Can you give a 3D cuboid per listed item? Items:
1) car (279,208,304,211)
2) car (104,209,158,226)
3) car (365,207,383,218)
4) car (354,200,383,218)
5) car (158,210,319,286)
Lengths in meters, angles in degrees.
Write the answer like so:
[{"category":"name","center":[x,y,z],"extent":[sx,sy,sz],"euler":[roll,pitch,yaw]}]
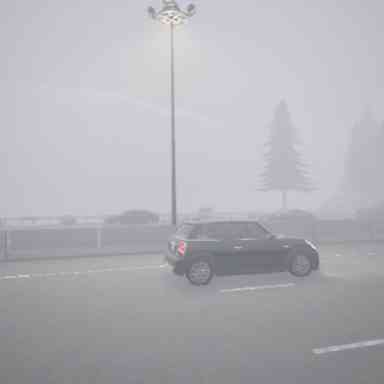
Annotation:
[{"category":"car","center":[7.300,2.048,26.031],"extent":[4.902,1.511,2.128],"euler":[0,-1,-11]},{"category":"car","center":[-5.428,2.330,30.140],"extent":[4.892,1.490,1.837],"euler":[0,-2,-15]},{"category":"car","center":[15.836,1.944,24.062],"extent":[5.357,1.411,2.033],"euler":[0,-1,-9]},{"category":"car","center":[18.312,1.769,31.483],"extent":[5.566,2.045,2.150],"euler":[-1,-1,-8]},{"category":"car","center":[1.489,1.589,10.071],"extent":[4.553,1.767,2.097],"euler":[0,-2,-16]}]
